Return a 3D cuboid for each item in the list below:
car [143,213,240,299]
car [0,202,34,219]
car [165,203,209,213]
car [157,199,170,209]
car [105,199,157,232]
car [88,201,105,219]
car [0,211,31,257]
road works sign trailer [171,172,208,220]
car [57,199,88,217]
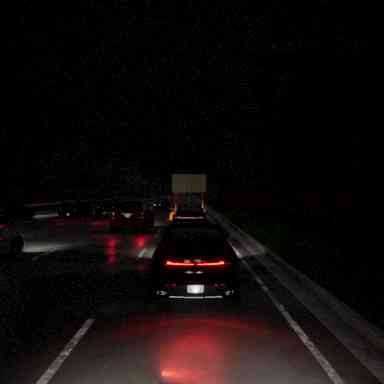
[{"bbox_3d":[0.045,1.505,8.427,1.837,1.490,4.892,0,0,0],"label":"car"},{"bbox_3d":[-14.106,1.489,25.882,2.128,1.511,4.902,0,0,-1],"label":"car"},{"bbox_3d":[-0.074,1.488,18.817,2.128,1.511,4.902,0,0,1],"label":"car"},{"bbox_3d":[-3.745,1.547,41.077,2.033,1.411,5.357,0,0,0],"label":"car"},{"bbox_3d":[-3.556,1.353,20.340,2.097,1.767,4.553,0,0,0],"label":"car"},{"bbox_3d":[-7.137,1.493,29.380,2.128,1.511,4.902,0,0,-1],"label":"car"},{"bbox_3d":[-6.965,1.526,10.001,1.812,1.442,4.674,0,0,0],"label":"car"},{"bbox_3d":[-0.191,0.464,22.687,2.380,3.560,2.880,0,0,-3],"label":"road works sign trailer"},{"bbox_3d":[-10.650,1.601,30.720,1.895,1.301,4.718,0,0,-1],"label":"car"}]
